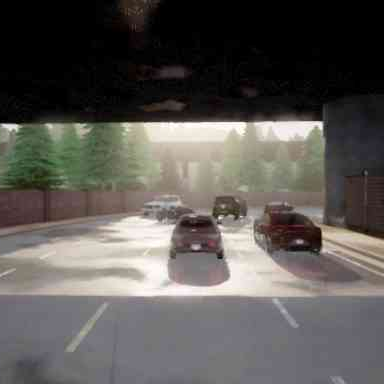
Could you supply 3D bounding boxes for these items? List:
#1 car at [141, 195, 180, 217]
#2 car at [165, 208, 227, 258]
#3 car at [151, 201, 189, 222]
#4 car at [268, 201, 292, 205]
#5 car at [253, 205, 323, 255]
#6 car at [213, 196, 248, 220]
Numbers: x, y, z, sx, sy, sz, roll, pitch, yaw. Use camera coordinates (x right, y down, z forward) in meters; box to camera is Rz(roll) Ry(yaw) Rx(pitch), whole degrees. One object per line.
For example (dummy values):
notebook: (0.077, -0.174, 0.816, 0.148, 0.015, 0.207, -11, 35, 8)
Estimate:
car: (-2.933, 1.355, 33.383, 2.150, 2.045, 5.566, 0, 0, 23)
car: (0.188, 1.577, 12.870, 1.812, 1.442, 4.674, 0, 0, 1)
car: (-1.342, 1.710, 27.299, 1.895, 1.301, 4.718, 0, 0, 16)
car: (8.479, 1.605, 32.022, 1.882, 1.535, 5.008, -1, -1, 29)
car: (3.732, 1.532, 13.709, 1.882, 1.535, 5.008, 0, 0, 2)
car: (3.529, 1.341, 29.987, 2.150, 2.045, 5.566, 0, 0, 21)
